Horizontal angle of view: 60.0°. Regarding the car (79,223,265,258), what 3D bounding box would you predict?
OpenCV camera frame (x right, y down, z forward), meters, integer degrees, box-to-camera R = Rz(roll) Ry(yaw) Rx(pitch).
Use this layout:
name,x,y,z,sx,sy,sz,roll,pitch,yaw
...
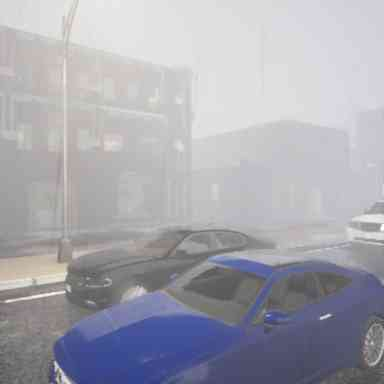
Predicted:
name,x,y,z,sx,sy,sz,roll,pitch,yaw
car,-0.204,1.495,7.495,5.008,1.535,1.882,1,0,-35

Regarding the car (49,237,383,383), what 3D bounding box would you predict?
name,x,y,z,sx,sy,sz,roll,pitch,yaw
car,0.736,1.538,4.189,4.674,1.442,1.812,0,0,-35

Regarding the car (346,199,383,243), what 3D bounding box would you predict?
name,x,y,z,sx,sy,sz,roll,pitch,yaw
car,8.714,1.284,13.769,5.566,2.045,2.150,0,0,-35
